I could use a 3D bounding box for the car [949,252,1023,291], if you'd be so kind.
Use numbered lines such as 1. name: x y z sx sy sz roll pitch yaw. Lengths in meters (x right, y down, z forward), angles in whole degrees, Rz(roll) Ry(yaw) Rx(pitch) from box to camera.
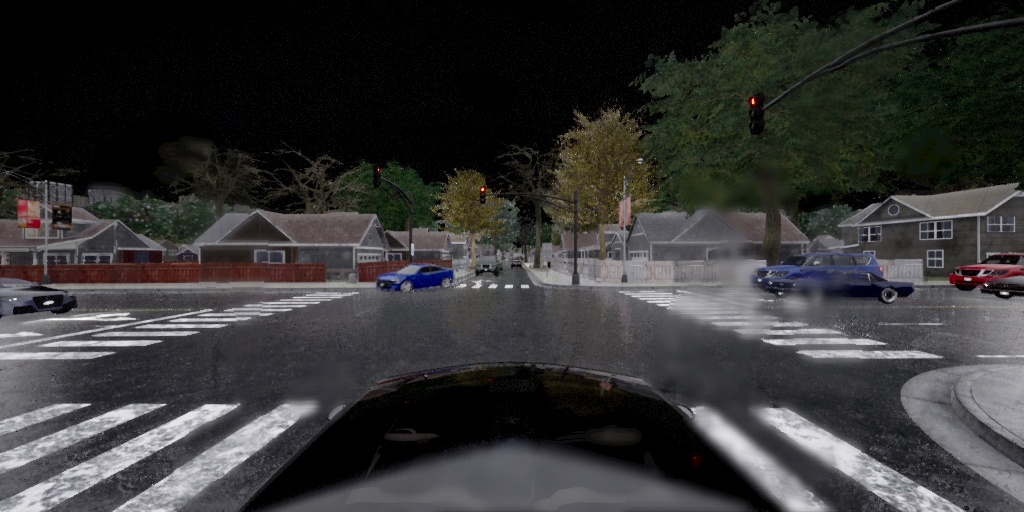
1. car: 25.851 0.811 18.107 5.566 2.045 2.150 0 0 1

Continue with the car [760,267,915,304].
1. car: 13.555 1.260 15.059 4.718 1.301 1.895 0 0 1

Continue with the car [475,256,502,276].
1. car: -2.471 0.990 37.340 2.150 2.045 5.566 0 0 1

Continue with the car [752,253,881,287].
1. car: 15.485 0.868 18.291 5.566 2.045 2.150 0 0 1

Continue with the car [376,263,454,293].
1. car: -5.572 1.204 21.196 1.882 1.535 5.008 4 3 33

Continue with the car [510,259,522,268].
1. car: 0.741 1.299 61.404 1.837 1.490 4.892 0 0 1

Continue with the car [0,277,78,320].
1. car: -17.591 1.410 12.124 4.181 1.385 1.994 0 0 1

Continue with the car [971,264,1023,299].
1. car: 23.205 1.153 14.903 5.357 1.411 2.033 0 0 1
